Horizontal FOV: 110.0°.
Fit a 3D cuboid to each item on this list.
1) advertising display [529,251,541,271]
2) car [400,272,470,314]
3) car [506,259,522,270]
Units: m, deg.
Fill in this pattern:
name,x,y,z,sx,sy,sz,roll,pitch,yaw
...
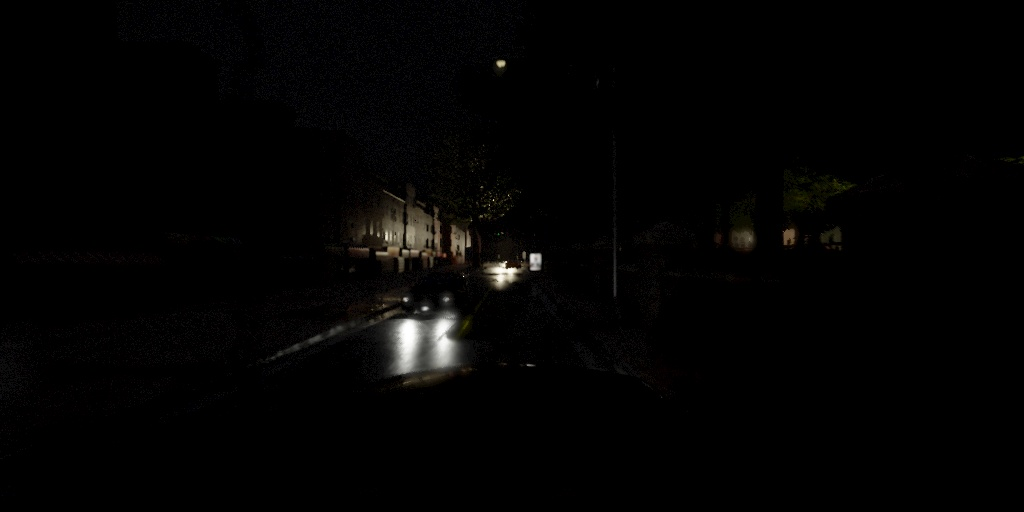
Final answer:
name,x,y,z,sx,sy,sz,roll,pitch,yaw
advertising display,3.009,0.876,45.318,1.540,2.440,0.280,0,0,0
car,-2.852,1.367,14.528,2.033,1.411,5.357,0,0,0
car,0.267,1.331,56.876,1.882,1.535,5.008,0,0,9
